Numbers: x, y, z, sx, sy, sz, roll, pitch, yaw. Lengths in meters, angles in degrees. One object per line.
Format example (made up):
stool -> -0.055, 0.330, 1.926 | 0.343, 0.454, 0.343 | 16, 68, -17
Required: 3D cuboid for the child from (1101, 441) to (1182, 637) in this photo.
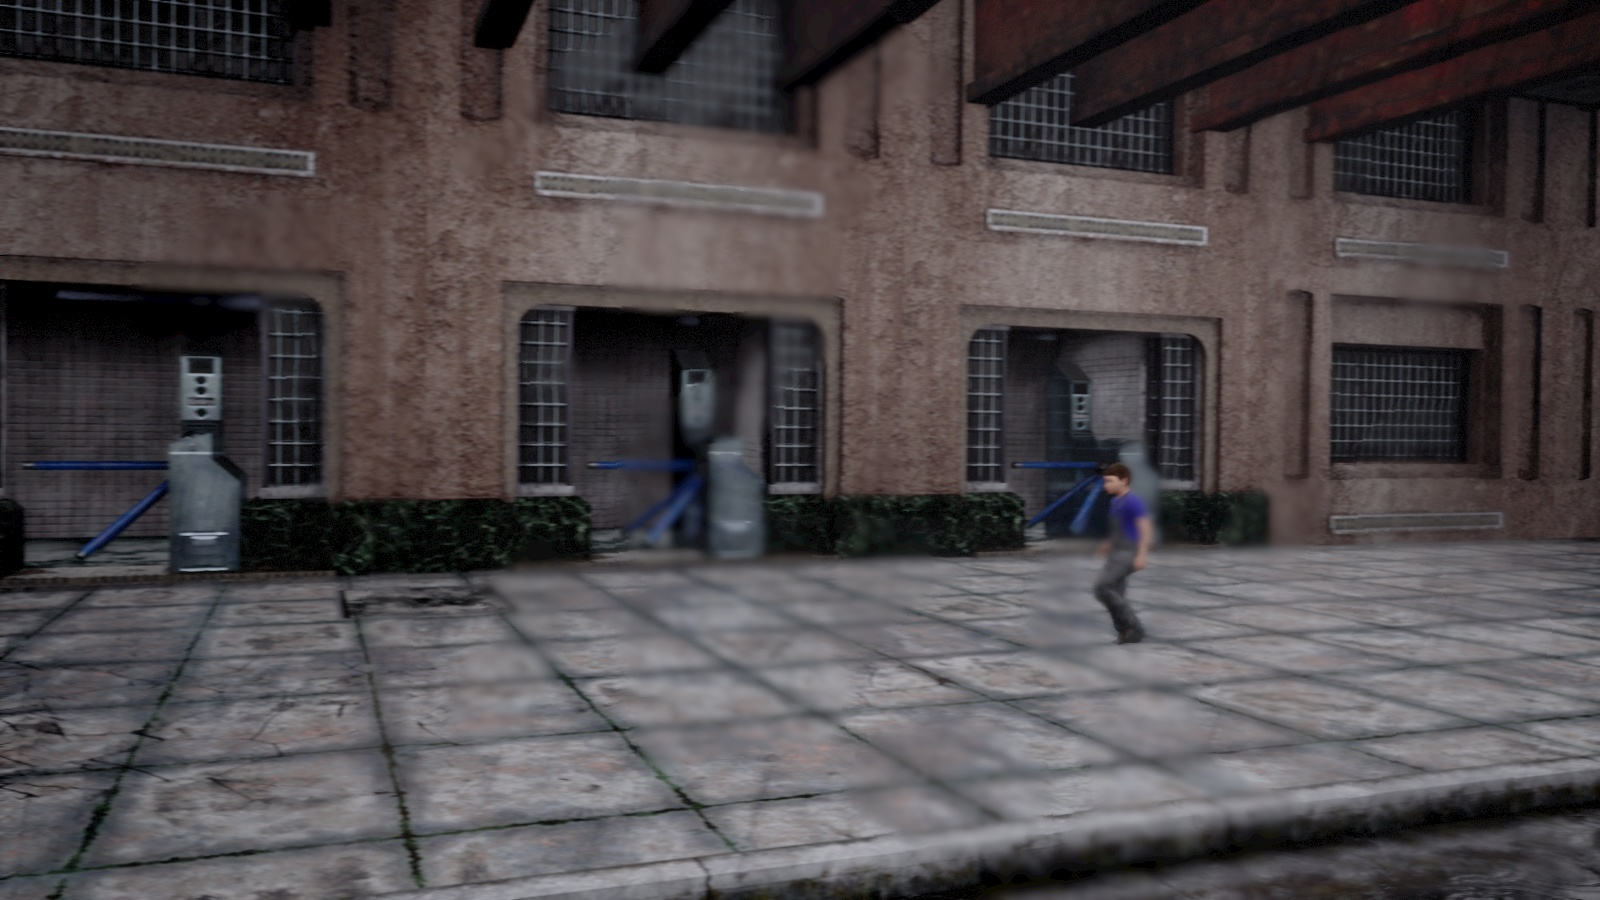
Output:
child -> 2.256, 0.575, 8.300 | 0.437, 1.263, 0.270 | -1, 1, -7
